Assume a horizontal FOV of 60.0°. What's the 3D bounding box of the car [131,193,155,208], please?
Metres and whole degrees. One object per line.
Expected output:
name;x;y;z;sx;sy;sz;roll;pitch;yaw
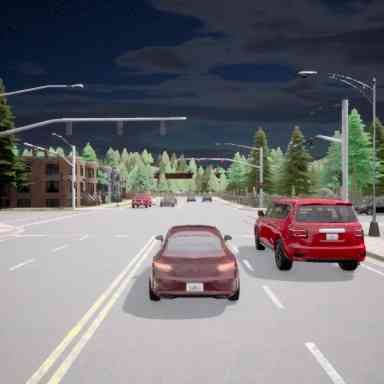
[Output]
car;-7.178;1.221;47.927;2.150;2.045;5.566;0;0;2

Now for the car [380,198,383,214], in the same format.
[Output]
car;18.255;1.352;32.480;4.553;1.767;2.097;0;0;0

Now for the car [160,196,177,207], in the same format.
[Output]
car;-3.711;1.352;51.203;2.097;1.767;4.553;0;0;0

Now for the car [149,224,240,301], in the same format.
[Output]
car;0.045;1.526;8.205;1.812;1.442;4.674;0;0;0

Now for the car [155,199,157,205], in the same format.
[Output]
car;-7.215;1.525;57.326;1.812;1.442;4.674;0;0;0

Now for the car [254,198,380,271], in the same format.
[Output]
car;3.551;1.221;11.086;2.150;2.045;5.566;0;0;0

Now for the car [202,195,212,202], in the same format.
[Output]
car;3.342;1.355;74.368;2.097;1.767;4.553;0;0;0

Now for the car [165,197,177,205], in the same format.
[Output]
car;-3.710;1.564;59.811;1.994;1.385;4.181;0;0;0

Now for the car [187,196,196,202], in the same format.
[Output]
car;-0.165;1.553;74.595;1.994;1.385;4.181;0;0;0
